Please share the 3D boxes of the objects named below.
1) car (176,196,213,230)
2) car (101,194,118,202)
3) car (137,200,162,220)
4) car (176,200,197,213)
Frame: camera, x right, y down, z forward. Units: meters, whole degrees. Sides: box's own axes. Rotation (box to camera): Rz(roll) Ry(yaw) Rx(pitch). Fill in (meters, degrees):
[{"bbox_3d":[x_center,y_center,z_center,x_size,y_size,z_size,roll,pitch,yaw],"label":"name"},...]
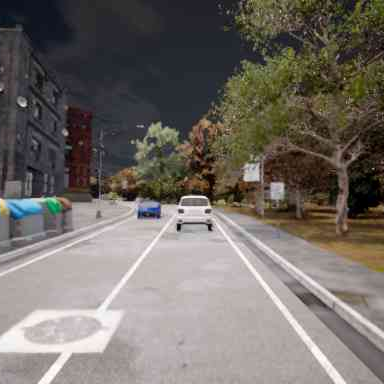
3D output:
[{"bbox_3d":[0.150,1.264,21.615,2.150,2.045,5.566,0,0,0],"label":"car"},{"bbox_3d":[-16.924,1.170,68.093,2.128,1.511,4.902,5,-2,-38],"label":"car"},{"bbox_3d":[-3.657,1.531,29.350,1.882,1.535,5.008,0,0,-2],"label":"car"},{"bbox_3d":[-0.730,1.699,39.706,1.895,1.301,4.718,1,0,-9],"label":"car"}]
